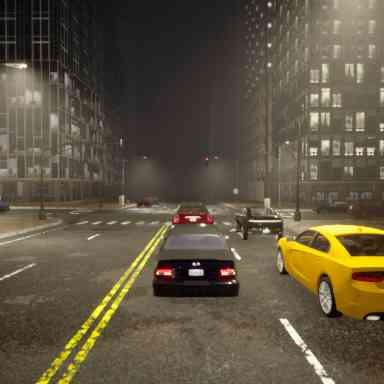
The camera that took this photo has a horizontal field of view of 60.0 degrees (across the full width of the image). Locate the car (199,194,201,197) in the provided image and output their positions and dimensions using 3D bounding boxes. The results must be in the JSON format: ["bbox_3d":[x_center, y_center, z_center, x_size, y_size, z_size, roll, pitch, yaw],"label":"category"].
[{"bbox_3d":[2.910,1.261,90.146,2.097,1.767,4.553,0,0,0],"label":"car"}]

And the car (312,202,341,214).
[{"bbox_3d":[14.985,1.700,34.437,4.718,1.301,1.895,1,1,1],"label":"car"}]

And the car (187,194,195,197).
[{"bbox_3d":[-0.301,1.466,79.746,1.994,1.385,4.181,0,0,0],"label":"car"}]

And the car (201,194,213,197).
[{"bbox_3d":[3.113,1.454,61.986,1.837,1.490,4.892,0,1,0],"label":"car"}]

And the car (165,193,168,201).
[{"bbox_3d":[-6.796,1.150,78.290,2.150,2.045,5.566,0,0,0],"label":"car"}]

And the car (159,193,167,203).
[{"bbox_3d":[-6.774,1.504,67.541,1.994,1.385,4.181,0,0,0],"label":"car"}]

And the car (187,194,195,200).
[{"bbox_3d":[-0.339,1.291,89.781,1.994,1.385,4.181,0,0,0],"label":"car"}]

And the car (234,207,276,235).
[{"bbox_3d":[3.278,1.482,16.848,2.128,1.511,4.902,0,0,1],"label":"car"}]

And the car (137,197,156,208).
[{"bbox_3d":[-6.782,1.565,48.364,1.895,1.301,4.718,0,0,0],"label":"car"}]

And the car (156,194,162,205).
[{"bbox_3d":[-6.792,1.554,57.536,1.895,1.301,4.718,0,0,0],"label":"car"}]

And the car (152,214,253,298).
[{"bbox_3d":[0.067,1.543,8.704,2.033,1.411,5.357,0,0,0],"label":"car"}]

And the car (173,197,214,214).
[{"bbox_3d":[0.034,1.342,18.019,2.097,1.767,4.553,0,0,0],"label":"car"}]

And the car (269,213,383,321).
[{"bbox_3d":[3.323,1.474,7.432,1.882,1.535,5.008,0,0,0],"label":"car"}]

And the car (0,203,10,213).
[{"bbox_3d":[-20.033,1.315,31.682,5.008,1.535,1.882,1,1,1],"label":"car"}]

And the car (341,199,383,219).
[{"bbox_3d":[16.094,1.518,28.636,5.009,1.841,2.192,1,0,1],"label":"car"}]

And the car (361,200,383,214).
[{"bbox_3d":[21.671,1.642,36.943,4.829,1.417,1.752,1,0,1],"label":"car"}]
